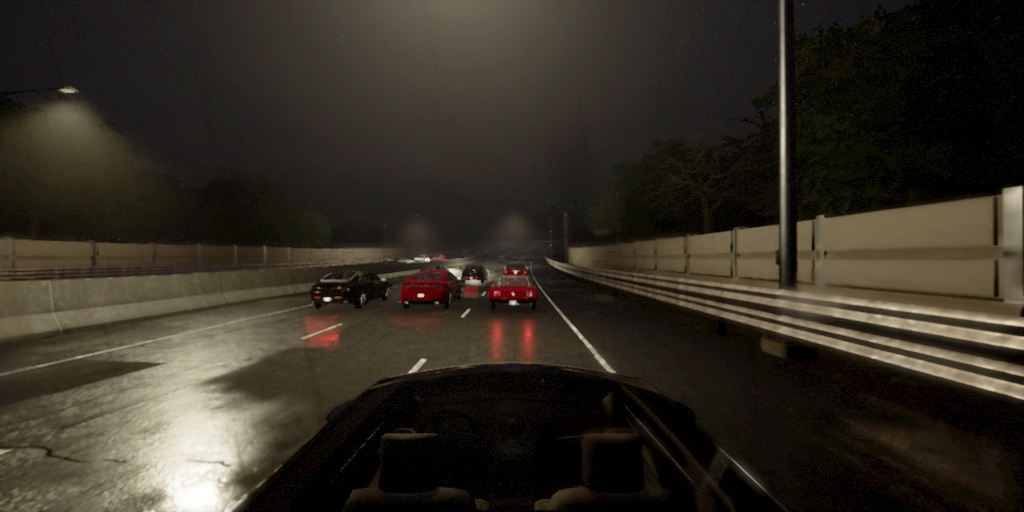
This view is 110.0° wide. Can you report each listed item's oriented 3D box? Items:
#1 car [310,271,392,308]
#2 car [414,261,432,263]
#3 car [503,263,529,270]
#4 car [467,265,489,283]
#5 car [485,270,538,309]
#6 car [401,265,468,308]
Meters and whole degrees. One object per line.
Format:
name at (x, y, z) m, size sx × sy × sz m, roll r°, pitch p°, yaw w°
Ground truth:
car at (-6.921, 1.387, 15.928) m, size 1.837 × 1.490 × 4.892 m, roll 0°, pitch 0°, yaw 1°
car at (-6.654, 1.473, 30.856) m, size 2.128 × 1.511 × 4.902 m, roll 0°, pitch 0°, yaw 2°
car at (0.335, 1.332, 30.467) m, size 2.097 × 1.767 × 4.553 m, roll 0°, pitch 0°, yaw 1°
car at (-3.157, 1.489, 30.760) m, size 1.837 × 1.490 × 4.892 m, roll 0°, pitch 0°, yaw 2°
car at (0.073, 1.479, 15.656) m, size 1.895 × 1.301 × 4.718 m, roll 0°, pitch 0°, yaw 1°
car at (-3.416, 1.359, 16.072) m, size 1.882 × 1.535 × 5.008 m, roll 0°, pitch 0°, yaw 1°
